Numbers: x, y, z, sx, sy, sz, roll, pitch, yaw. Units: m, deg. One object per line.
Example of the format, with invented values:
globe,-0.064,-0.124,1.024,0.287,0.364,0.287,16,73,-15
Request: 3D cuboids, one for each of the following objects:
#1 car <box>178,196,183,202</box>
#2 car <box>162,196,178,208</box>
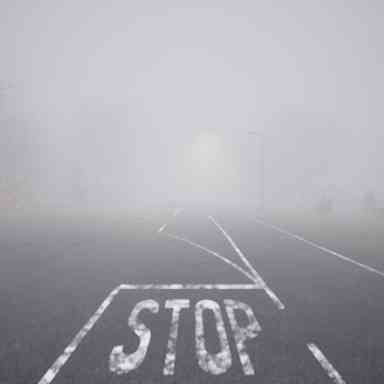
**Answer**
car,-3.374,1.720,79.861,1.837,1.490,4.892,0,0,5
car,-3.606,1.664,51.833,1.812,1.442,4.674,0,0,0
